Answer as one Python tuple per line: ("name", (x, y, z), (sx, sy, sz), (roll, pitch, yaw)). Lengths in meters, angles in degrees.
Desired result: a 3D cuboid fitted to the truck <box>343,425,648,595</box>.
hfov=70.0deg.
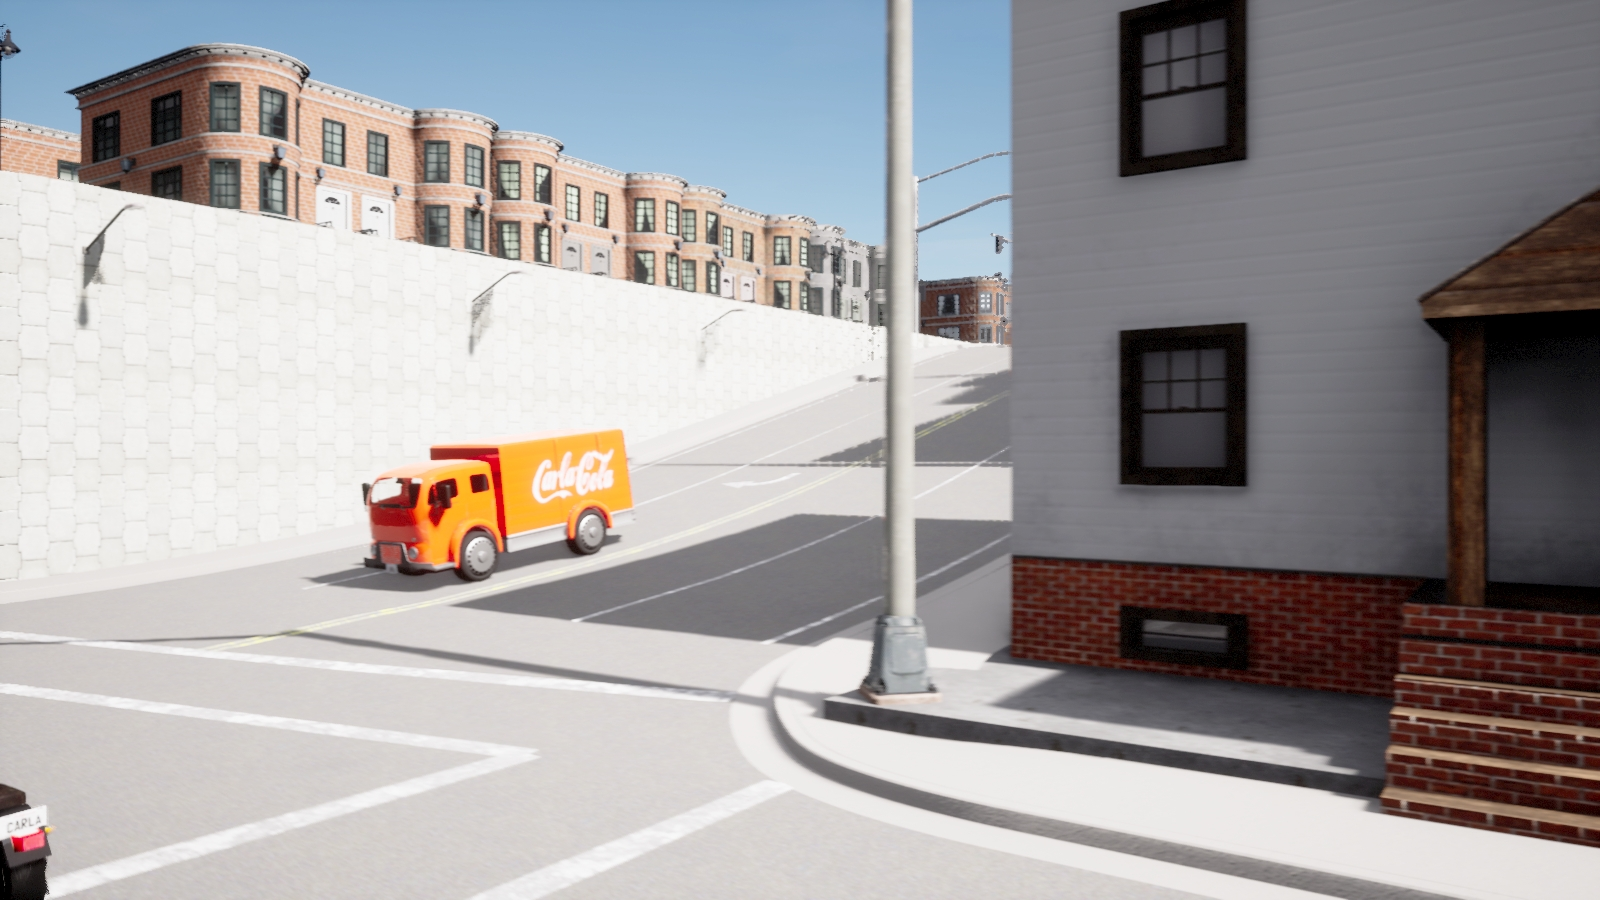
("truck", (-5.832, 1.006, 22.656), (2.627, 2.467, 5.204), (0, 6, 35))
